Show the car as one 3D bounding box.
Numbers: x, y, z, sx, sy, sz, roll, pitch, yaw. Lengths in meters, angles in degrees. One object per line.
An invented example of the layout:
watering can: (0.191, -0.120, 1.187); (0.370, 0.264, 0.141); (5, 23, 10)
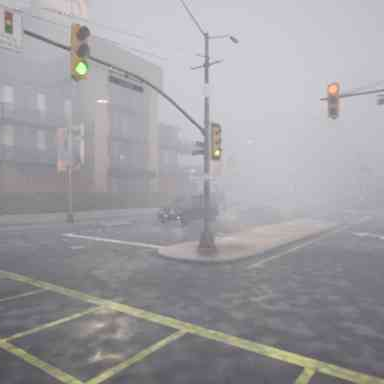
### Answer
car: (-0.132, 1.230, 24.224); (2.150, 2.045, 5.566); (0, 0, 36)
